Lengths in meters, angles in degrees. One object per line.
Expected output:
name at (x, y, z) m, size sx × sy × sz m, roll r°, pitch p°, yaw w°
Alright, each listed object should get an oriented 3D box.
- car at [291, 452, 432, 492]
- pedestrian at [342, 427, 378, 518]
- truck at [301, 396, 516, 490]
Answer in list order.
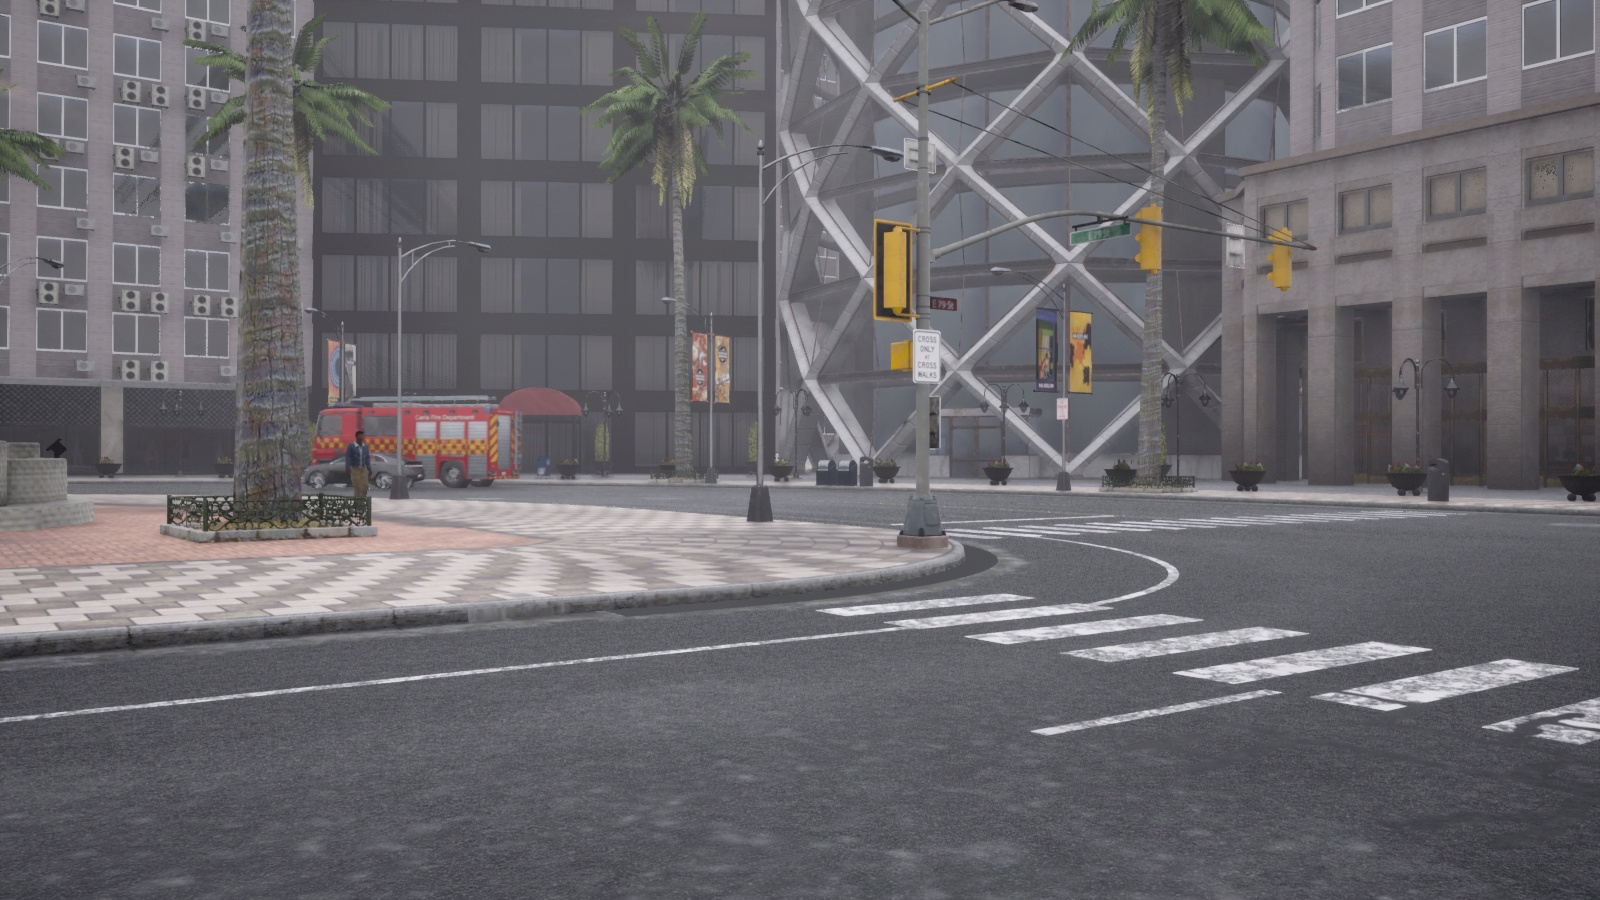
car at (-17.451, 0.860, 50.042) m, size 4.902 × 1.511 × 2.128 m, roll 0°, pitch 0°, yaw 12°
pedestrian at (-9.647, 0.489, 27.531) m, size 0.788 × 1.949 × 0.423 m, roll 0°, pitch 0°, yaw 44°
truck at (-16.629, -0.254, 53.486) m, size 8.468 × 3.827 × 2.891 m, roll 0°, pitch 0°, yaw 13°
